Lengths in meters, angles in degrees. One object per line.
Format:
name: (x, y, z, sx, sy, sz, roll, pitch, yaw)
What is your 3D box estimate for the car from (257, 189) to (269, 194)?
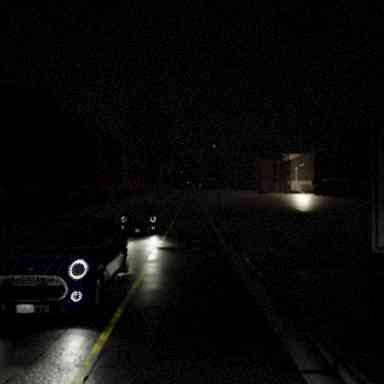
car: (18.472, -0.135, 85.161, 1.802, 1.307, 4.206, 0, 0, 0)

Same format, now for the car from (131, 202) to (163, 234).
car: (-2.907, 1.452, 19.847, 2.097, 1.767, 4.553, 0, 0, -1)

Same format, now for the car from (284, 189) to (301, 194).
car: (26.236, -0.049, 86.917, 4.206, 1.307, 1.802, -1, 1, 0)

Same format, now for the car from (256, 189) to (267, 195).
car: (18.473, 0.010, 88.086, 1.947, 1.339, 4.313, 0, 0, 0)

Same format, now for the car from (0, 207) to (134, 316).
car: (-2.877, 1.417, 7.935, 2.097, 1.767, 4.553, 0, 0, 0)

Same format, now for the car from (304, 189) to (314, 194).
car: (31.499, -0.117, 86.936, 4.313, 1.339, 1.947, -1, 1, 0)
